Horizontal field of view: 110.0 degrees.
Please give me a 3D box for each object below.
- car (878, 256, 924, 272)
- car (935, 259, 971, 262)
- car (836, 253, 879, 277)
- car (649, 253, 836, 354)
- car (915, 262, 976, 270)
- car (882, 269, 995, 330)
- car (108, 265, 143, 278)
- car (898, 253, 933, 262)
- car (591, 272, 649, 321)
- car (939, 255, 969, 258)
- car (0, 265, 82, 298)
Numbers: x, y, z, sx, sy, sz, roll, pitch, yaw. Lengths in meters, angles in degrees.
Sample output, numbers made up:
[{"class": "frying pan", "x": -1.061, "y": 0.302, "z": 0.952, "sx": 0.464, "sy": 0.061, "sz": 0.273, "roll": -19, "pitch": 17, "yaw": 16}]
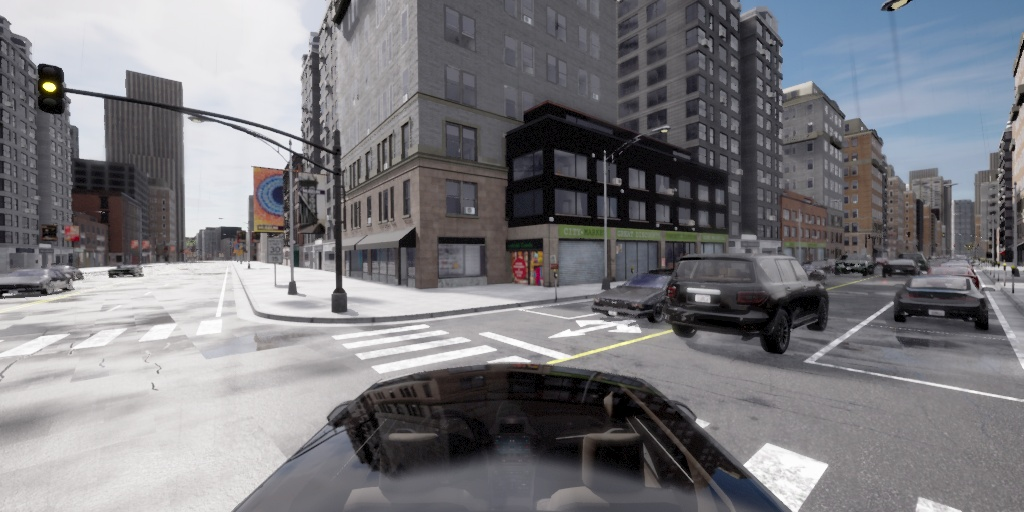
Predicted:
[{"class": "car", "x": 32.088, "y": 1.025, "z": 29.515, "sx": 5.008, "sy": 1.535, "sz": 1.882, "roll": 0, "pitch": 0, "yaw": -38}, {"class": "car", "x": 30.487, "y": 1.104, "z": 24.689, "sx": 4.507, "sy": 1.381, "sz": 1.888, "roll": 0, "pitch": 0, "yaw": -38}, {"class": "car", "x": 31.693, "y": 0.764, "z": 33.114, "sx": 5.566, "sy": 2.045, "sz": 2.150, "roll": 0, "pitch": 0, "yaw": -38}, {"class": "car", "x": 5.989, "y": 0.944, "z": 8.964, "sx": 5.566, "sy": 2.045, "sz": 2.150, "roll": 0, "pitch": 0, "yaw": -38}, {"class": "car", "x": 21.605, "y": 1.158, "z": 17.667, "sx": 4.507, "sy": 1.381, "sz": 1.888, "roll": 0, "pitch": 0, "yaw": -38}, {"class": "car", "x": 12.723, "y": 1.228, "z": 10.643, "sx": 4.403, "sy": 1.370, "sz": 2.007, "roll": 0, "pitch": 0, "yaw": -38}, {"class": "car", "x": -40.041, "y": 1.537, "z": 37.194, "sx": 1.895, "sy": 1.301, "sz": 4.718, "roll": -1, "pitch": 0, "yaw": -38}, {"class": "car", "x": 40.174, "y": 0.733, "z": 35.961, "sx": 5.566, "sy": 2.045, "sz": 2.150, "roll": 0, "pitch": 0, "yaw": -38}, {"class": "car", "x": 5.033, "y": 1.270, "z": 12.160, "sx": 5.357, "sy": 1.411, "sz": 2.033, "roll": 0, "pitch": 0, "yaw": -38}, {"class": "car", "x": 43.810, "y": 0.937, "z": 35.224, "sx": 4.097, "sy": 1.591, "sz": 1.967, "roll": 0, "pitch": 0, "yaw": -38}, {"class": "car", "x": -26.670, "y": 1.430, "z": 20.077, "sx": 2.033, "sy": 1.411, "sz": 5.357, "roll": -1, "pitch": 0, "yaw": -38}]
